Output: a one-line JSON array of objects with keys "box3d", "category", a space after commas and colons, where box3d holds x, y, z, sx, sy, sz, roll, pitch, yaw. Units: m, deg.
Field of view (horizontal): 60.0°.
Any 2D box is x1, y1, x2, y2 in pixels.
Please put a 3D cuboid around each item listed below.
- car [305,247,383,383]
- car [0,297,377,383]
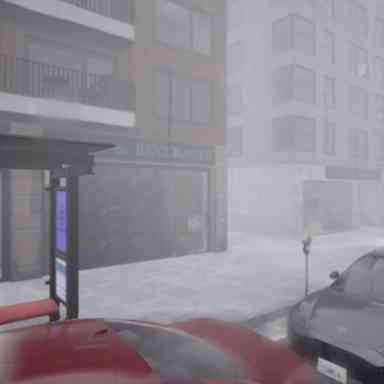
[{"box3d": [3.267, 1.556, 4.902, 4.313, 1.339, 1.947, 0, 0, -37], "category": "car"}, {"box3d": [-1.170, 1.545, 1.610, 4.507, 1.381, 1.887, 0, 0, -37], "category": "car"}]
